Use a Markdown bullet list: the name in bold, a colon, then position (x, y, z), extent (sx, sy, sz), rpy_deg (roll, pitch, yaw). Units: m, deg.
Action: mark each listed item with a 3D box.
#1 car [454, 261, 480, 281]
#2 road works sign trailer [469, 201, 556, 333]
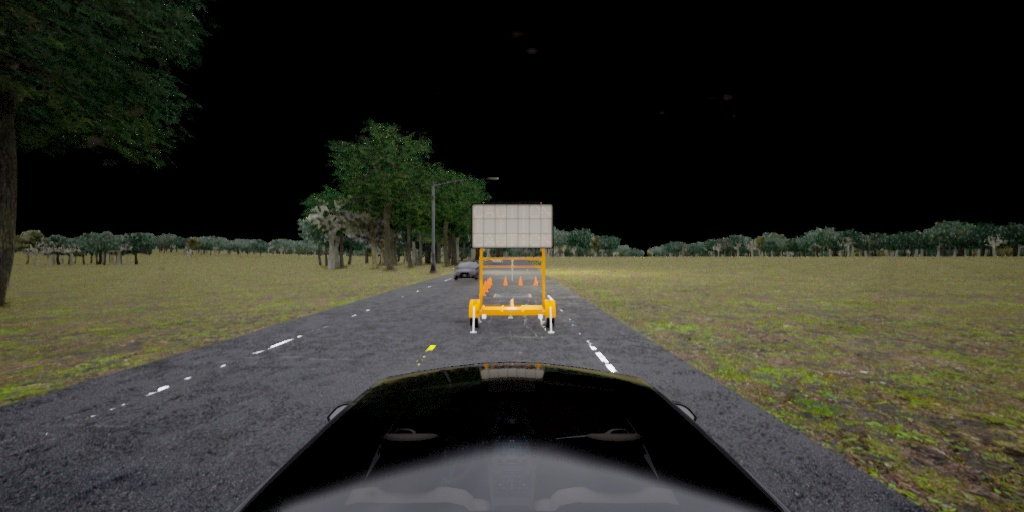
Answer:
- **car**: position (-3.501, 1.175, 29.004), extent (1.837, 1.490, 4.892), rpy_deg (0, 0, 0)
- **road works sign trailer**: position (0.012, 0.194, 10.614), extent (2.380, 3.560, 2.880), rpy_deg (0, 0, 0)
